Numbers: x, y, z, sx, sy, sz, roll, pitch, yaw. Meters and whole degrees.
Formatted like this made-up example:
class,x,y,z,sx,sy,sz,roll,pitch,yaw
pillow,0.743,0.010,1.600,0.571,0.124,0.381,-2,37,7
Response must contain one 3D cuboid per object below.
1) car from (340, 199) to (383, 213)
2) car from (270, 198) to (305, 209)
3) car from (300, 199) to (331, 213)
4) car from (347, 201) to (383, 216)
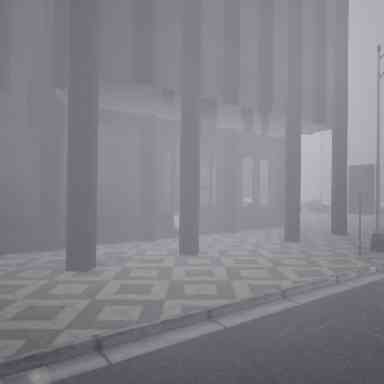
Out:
class,x,y,z,sx,sy,sz,roll,pitch,yaw
car,19.782,1.580,38.433,2.008,1.369,4.403,1,-1,-36
car,13.484,1.553,47.204,1.887,1.381,4.507,1,-1,-36
car,12.900,1.444,33.404,1.887,1.381,4.507,1,-1,-36
car,16.091,1.437,28.961,1.752,1.417,4.829,1,-1,-36
